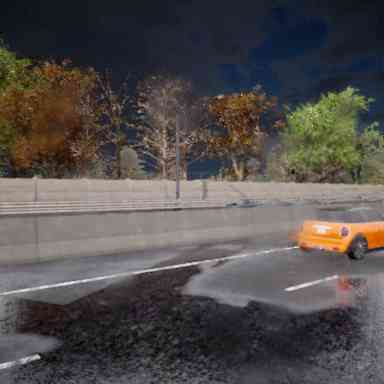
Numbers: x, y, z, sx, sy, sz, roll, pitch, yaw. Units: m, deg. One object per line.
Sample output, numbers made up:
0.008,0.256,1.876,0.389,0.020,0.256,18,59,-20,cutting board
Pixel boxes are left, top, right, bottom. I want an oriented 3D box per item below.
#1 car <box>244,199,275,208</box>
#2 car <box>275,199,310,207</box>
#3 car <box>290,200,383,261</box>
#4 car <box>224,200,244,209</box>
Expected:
7.609,1.414,30.909,4.902,1.511,2.128,0,0,-35,car
9.526,1.428,27.977,4.892,1.490,1.837,0,0,-35,car
6.067,1.313,12.373,4.553,1.767,2.097,0,0,-35,car
5.199,1.488,33.489,4.181,1.385,1.994,0,0,-35,car
